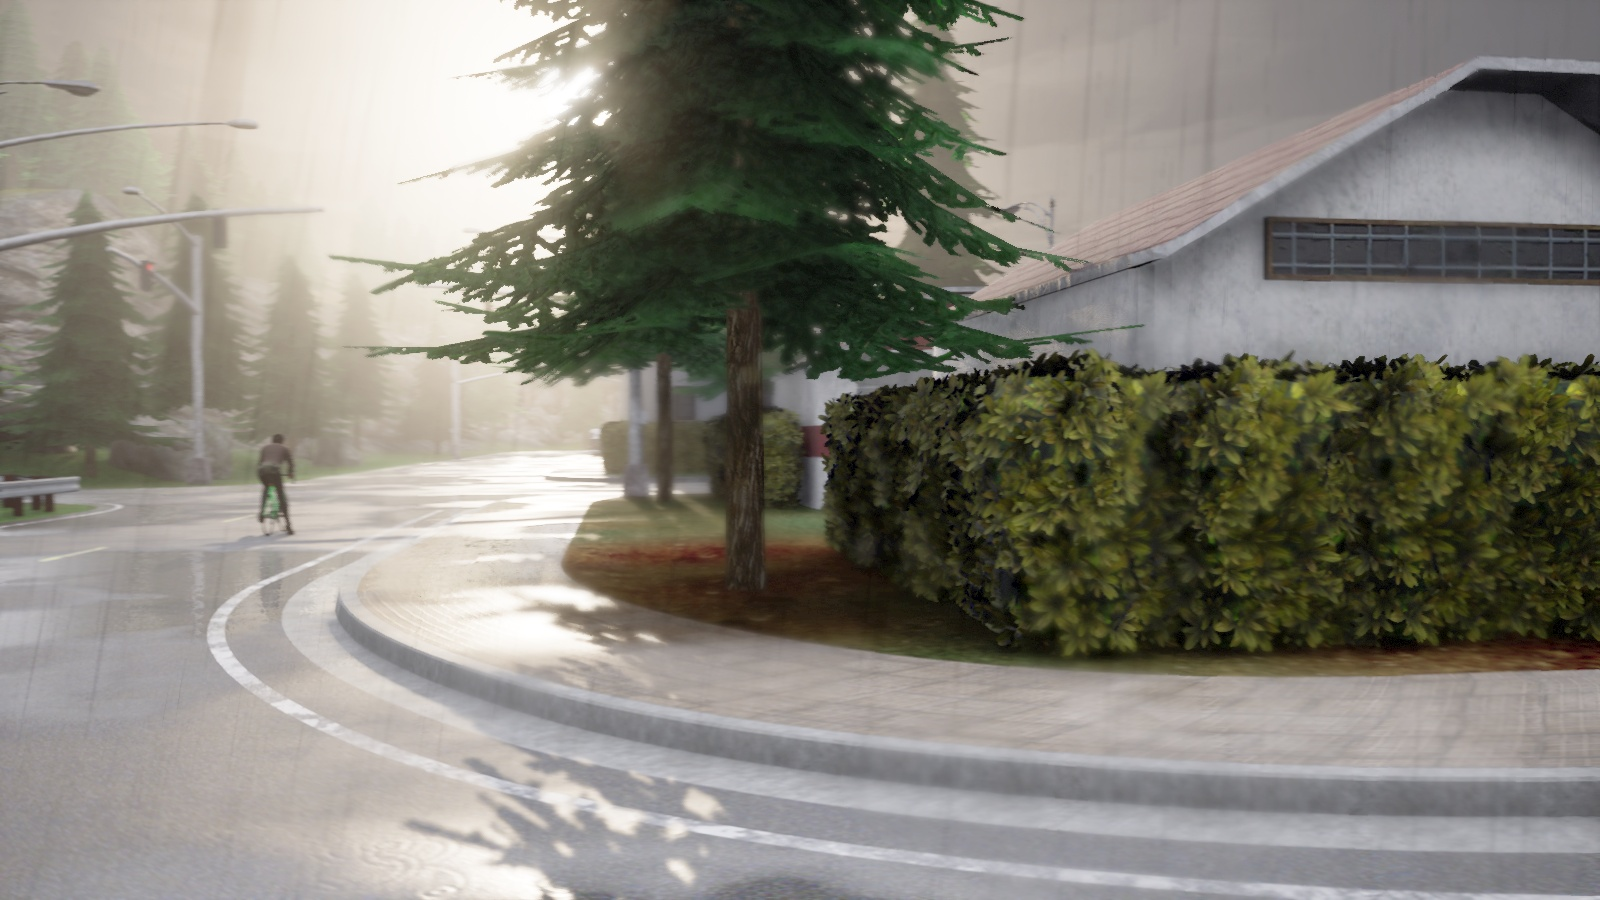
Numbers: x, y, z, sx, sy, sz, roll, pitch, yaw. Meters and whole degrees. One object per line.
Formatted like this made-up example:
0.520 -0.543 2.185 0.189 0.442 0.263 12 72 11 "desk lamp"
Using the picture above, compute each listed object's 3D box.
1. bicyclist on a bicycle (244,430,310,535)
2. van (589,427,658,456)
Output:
-8.430 0.496 20.296 0.582 1.620 1.656 0 0 -8 "bicyclist on a bicycle"
-12.679 -0.606 90.111 4.480 2.038 2.069 0 0 -29 "van"
